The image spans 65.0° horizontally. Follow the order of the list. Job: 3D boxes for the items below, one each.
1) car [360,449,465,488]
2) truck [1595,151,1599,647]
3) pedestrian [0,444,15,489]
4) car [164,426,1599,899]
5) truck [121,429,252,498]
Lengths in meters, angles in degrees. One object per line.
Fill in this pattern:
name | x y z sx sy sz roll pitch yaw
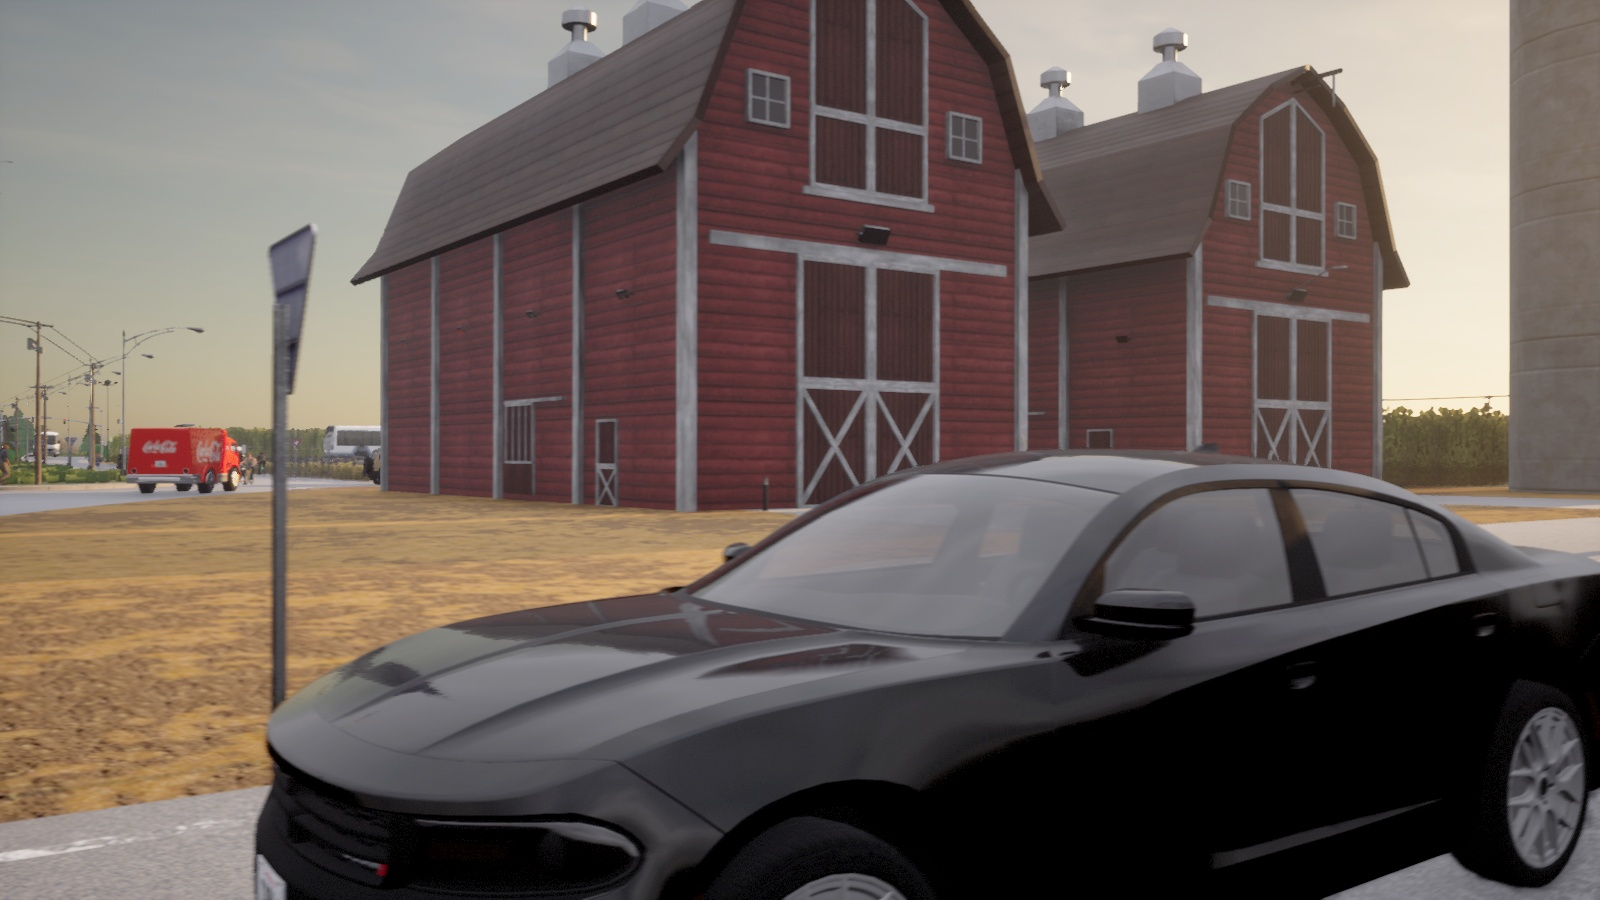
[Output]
car | -19.051 0.888 61.825 4.605 1.855 1.932 0 -1 -32
truck | 10.462 -0.417 10.943 8.468 3.827 2.891 0 0 -35
pedestrian | -33.286 0.696 52.450 0.540 1.848 0.694 0 0 41
car | 0.794 0.731 4.211 5.008 1.535 1.882 0 0 -35
truck | -23.255 0.497 47.851 2.627 2.467 5.204 0 0 -3
